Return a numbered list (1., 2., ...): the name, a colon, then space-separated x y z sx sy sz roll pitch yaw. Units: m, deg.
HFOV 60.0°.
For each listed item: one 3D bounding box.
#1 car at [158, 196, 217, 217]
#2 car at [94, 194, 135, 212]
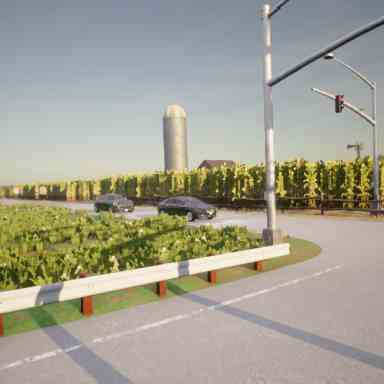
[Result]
1. car: -0.429 1.080 22.233 1.837 1.490 4.892 -3 2 -40
2. car: -7.069 0.967 30.048 2.097 1.767 4.553 -3 2 -40
